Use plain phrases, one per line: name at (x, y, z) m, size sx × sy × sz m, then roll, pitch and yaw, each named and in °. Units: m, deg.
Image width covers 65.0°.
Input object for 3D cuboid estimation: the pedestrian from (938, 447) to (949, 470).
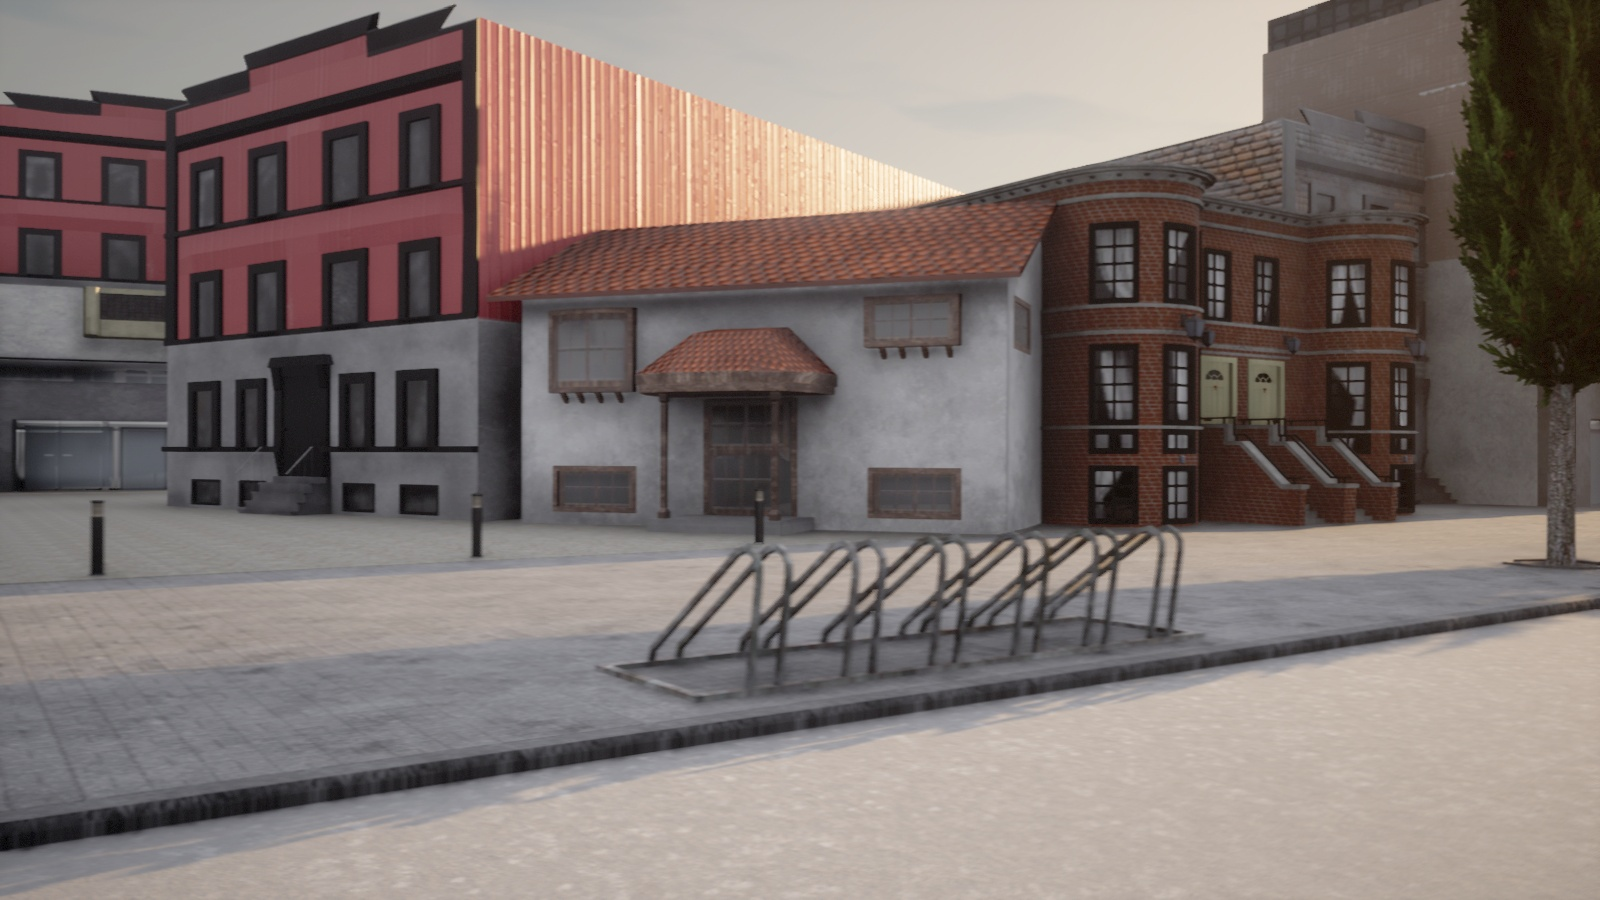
pedestrian at (11.157, 0.663, 97.740) m, size 0.328 × 1.805 × 0.869 m, roll 0°, pitch 0°, yaw -36°
